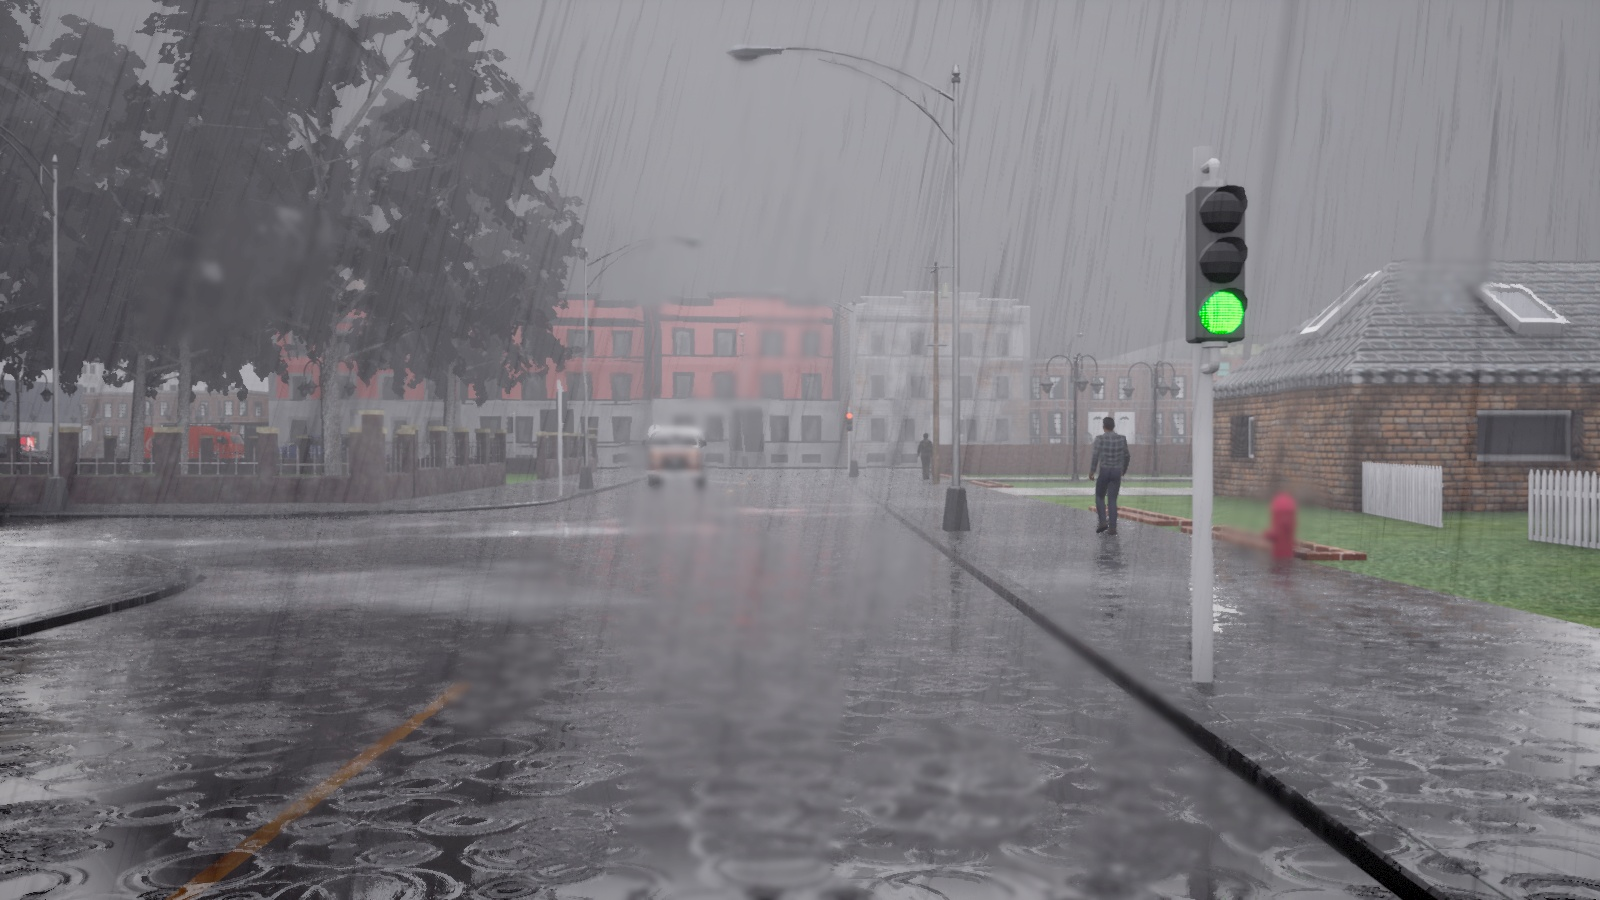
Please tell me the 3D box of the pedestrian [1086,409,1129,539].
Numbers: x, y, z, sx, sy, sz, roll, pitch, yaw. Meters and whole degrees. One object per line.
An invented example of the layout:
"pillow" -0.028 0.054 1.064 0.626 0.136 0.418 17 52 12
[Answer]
"pedestrian" 4.690 0.362 19.180 0.423 1.949 0.788 0 0 -2

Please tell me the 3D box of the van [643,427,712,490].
"van" -4.131 0.259 42.923 2.069 2.038 4.480 0 0 -2

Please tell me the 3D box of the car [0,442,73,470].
"car" -42.877 0.336 68.718 4.902 1.511 2.128 0 0 0

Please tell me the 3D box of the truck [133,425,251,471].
"truck" -33.234 -0.100 68.742 5.204 2.467 2.627 0 0 0

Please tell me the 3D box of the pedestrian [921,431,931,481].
"pedestrian" 4.929 0.222 49.163 0.395 1.930 0.692 0 0 5

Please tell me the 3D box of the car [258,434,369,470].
"car" -28.132 0.091 72.758 5.566 2.045 2.150 0 0 0
